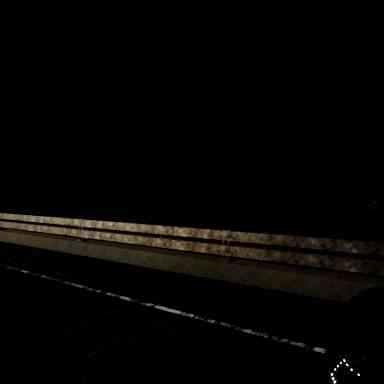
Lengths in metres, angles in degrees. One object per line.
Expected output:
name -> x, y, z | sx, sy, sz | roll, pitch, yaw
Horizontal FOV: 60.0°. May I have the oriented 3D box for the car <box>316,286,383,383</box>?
car -> 3.504, 1.223, 1.493 | 5.566, 2.045, 2.150 | 0, 0, 35
